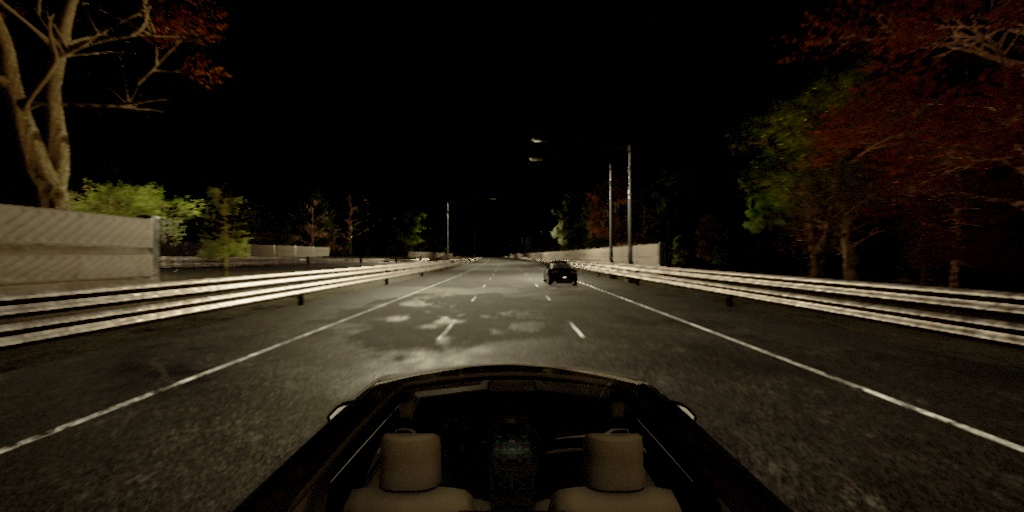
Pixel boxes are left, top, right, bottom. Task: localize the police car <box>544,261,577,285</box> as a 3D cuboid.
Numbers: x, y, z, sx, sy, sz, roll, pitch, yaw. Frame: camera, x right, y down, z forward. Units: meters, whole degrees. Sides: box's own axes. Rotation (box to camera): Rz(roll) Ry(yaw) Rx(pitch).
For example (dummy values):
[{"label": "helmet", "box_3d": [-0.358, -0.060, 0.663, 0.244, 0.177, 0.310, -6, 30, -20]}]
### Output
[{"label": "police car", "box_3d": [3.389, 1.183, 25.871, 1.930, 1.638, 5.238, 0, 0, -1]}]
